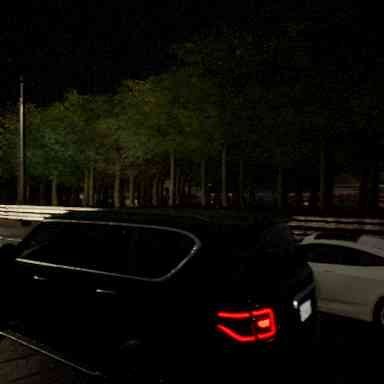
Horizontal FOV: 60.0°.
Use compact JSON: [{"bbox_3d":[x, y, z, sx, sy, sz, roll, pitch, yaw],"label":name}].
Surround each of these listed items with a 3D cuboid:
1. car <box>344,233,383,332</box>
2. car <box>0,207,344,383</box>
[{"bbox_3d":[2.570,1.528,6.417,4.674,1.442,1.812,0,0,35],"label":"car"},{"bbox_3d":[-1.100,1.234,4.727,5.566,2.045,2.150,0,0,35],"label":"car"}]
